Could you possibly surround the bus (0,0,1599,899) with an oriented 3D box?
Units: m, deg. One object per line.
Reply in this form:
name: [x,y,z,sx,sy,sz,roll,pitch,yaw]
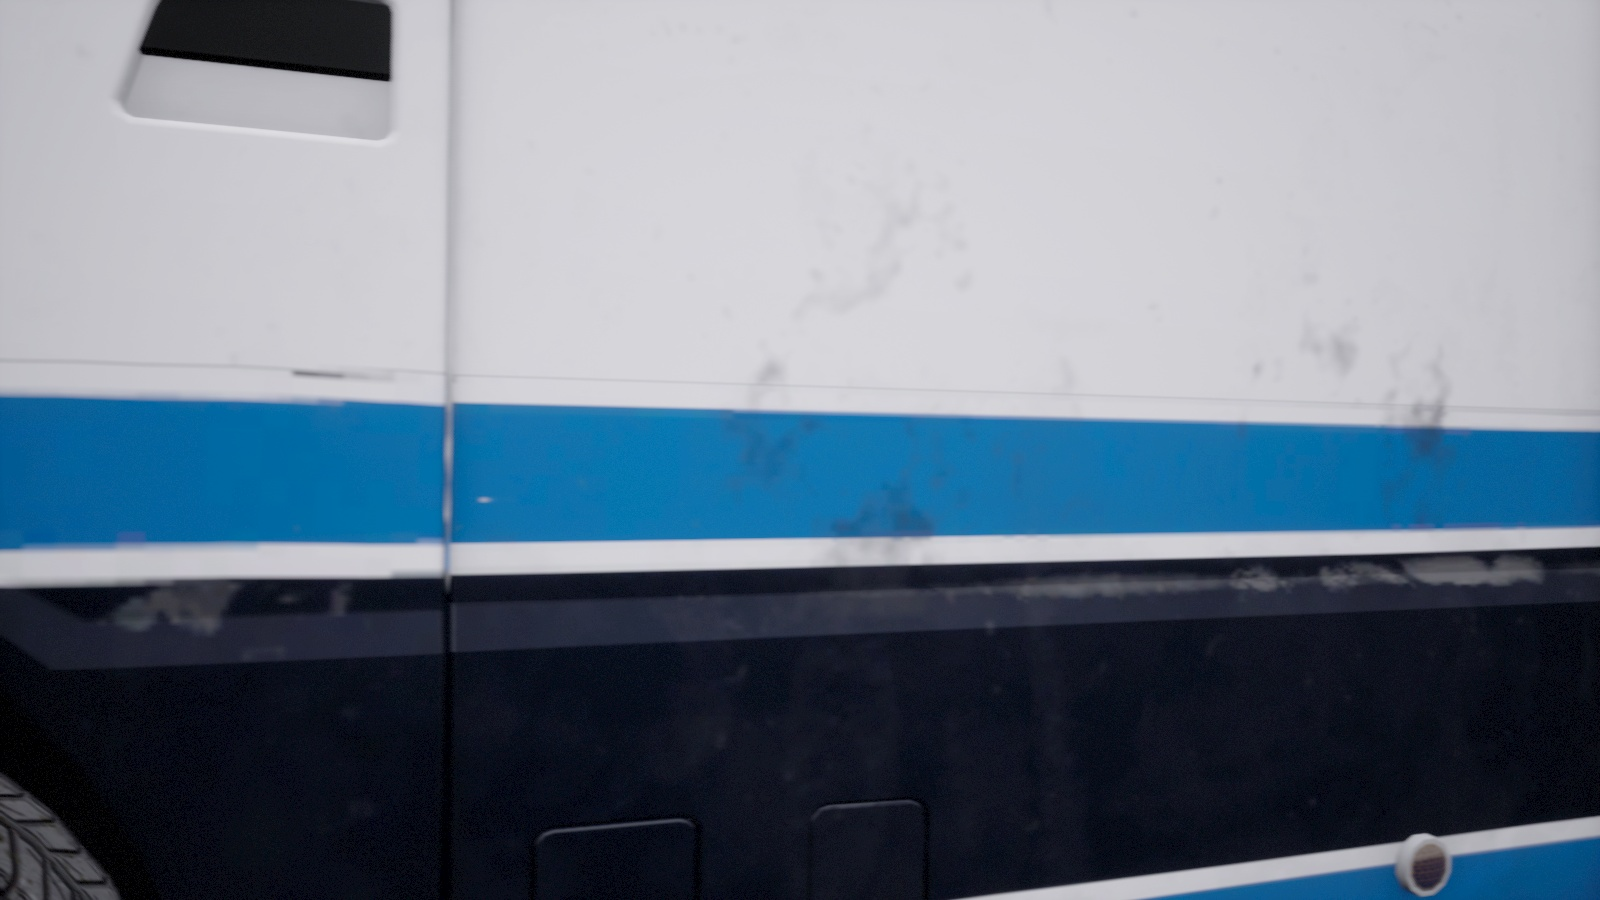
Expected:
bus: [0.975,-0.653,3.592,10.273,4.253,3.944,-1,1,-21]
